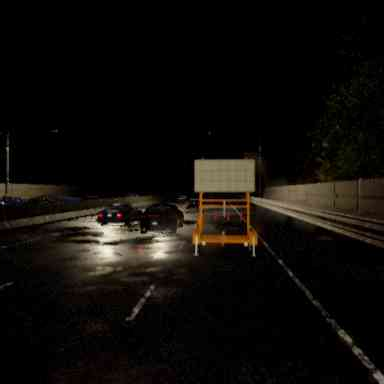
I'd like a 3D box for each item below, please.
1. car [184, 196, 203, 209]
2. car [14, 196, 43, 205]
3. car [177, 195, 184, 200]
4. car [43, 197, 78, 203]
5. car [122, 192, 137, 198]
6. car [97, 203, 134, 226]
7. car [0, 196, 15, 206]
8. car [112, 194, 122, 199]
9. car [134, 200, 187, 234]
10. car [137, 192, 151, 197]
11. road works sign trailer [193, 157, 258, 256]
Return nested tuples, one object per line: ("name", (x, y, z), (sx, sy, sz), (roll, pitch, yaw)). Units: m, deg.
("car", (0.504, 1.460, 44.590), (2.033, 1.411, 5.357), (0, 0, 5))
("car", (-17.782, 1.424, 38.214), (1.837, 1.490, 4.892), (0, 0, 5))
("car", (-1.584, 1.388, 61.521), (2.128, 1.511, 4.902), (0, 0, 5))
("car", (-14.326, 1.398, 37.568), (1.882, 1.535, 5.008), (0, 0, 5))
("car", (-14.243, 0.943, 79.264), (2.150, 2.045, 5.566), (0, 0, 5))
("car", (-4.829, 1.495, 22.894), (2.033, 1.411, 5.357), (0, 0, 5))
("car", (-21.285, 1.271, 38.319), (2.097, 1.767, 4.553), (0, 0, 5))
("car", (-17.728, 1.269, 79.587), (1.994, 1.385, 4.181), (0, 0, 5))
("car", (-1.634, 1.434, 19.110), (1.882, 1.535, 5.008), (0, 0, 5))
("car", (-10.787, 1.266, 78.587), (2.128, 1.511, 4.902), (0, 0, 5))
("road works sign trailer", (1.261, 0.434, 12.957), (2.380, 3.560, 2.880), (0, 0, 5))
